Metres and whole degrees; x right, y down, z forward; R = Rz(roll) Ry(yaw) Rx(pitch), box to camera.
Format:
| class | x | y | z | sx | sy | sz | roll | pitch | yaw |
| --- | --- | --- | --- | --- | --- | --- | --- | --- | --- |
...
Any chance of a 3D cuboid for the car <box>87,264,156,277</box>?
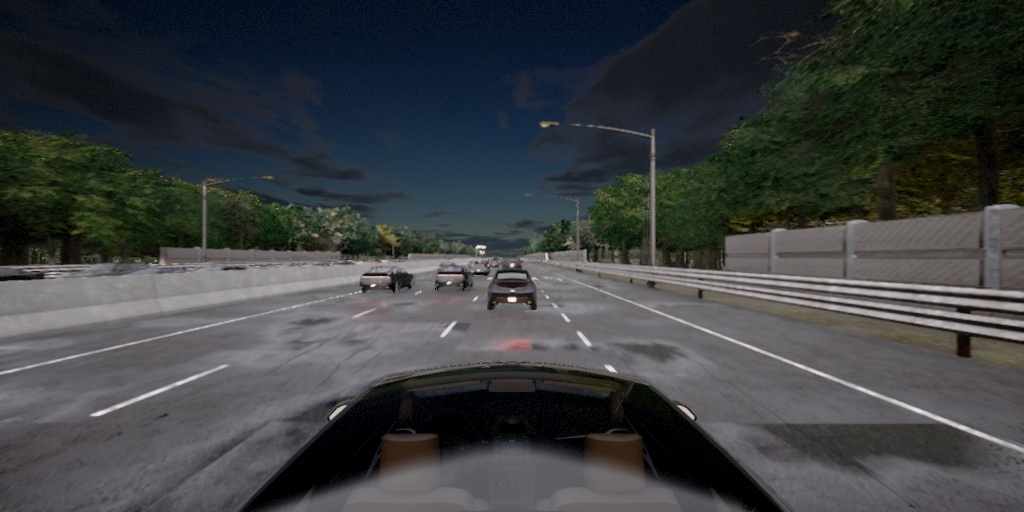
| class | x | y | z | sx | sy | sz | roll | pitch | yaw |
| --- | --- | --- | --- | --- | --- | --- | --- | --- | --- |
| car | -21.073 | 1.368 | 21.449 | 2.033 | 1.411 | 5.357 | 0 | 0 | 0 |

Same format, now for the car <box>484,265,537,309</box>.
| class | x | y | z | sx | sy | sz | roll | pitch | yaw |
| --- | --- | --- | --- | --- | --- | --- | --- | --- | --- |
| car | 0.010 | 1.294 | 15.078 | 1.837 | 1.490 | 4.892 | 0 | 0 | 0 |

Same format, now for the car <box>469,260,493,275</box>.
| class | x | y | z | sx | sy | sz | roll | pitch | yaw |
| --- | --- | --- | --- | --- | --- | --- | --- | --- | --- |
| car | -3.470 | 1.470 | 39.354 | 1.994 | 1.385 | 4.181 | 0 | 0 | 0 |

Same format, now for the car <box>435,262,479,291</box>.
| class | x | y | z | sx | sy | sz | roll | pitch | yaw |
| --- | --- | --- | --- | --- | --- | --- | --- | --- | --- |
| car | -3.484 | 1.310 | 22.280 | 2.128 | 1.511 | 4.902 | 0 | 0 | 0 |

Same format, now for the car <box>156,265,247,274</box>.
| class | x | y | z | sx | sy | sz | roll | pitch | yaw |
| --- | --- | --- | --- | --- | --- | --- | --- | --- | --- |
| car | -17.572 | 1.297 | 21.303 | 1.882 | 1.535 | 5.008 | 0 | 0 | 0 |

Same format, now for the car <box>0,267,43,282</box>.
| class | x | y | z | sx | sy | sz | roll | pitch | yaw |
| --- | --- | --- | --- | --- | --- | --- | --- | --- | --- |
| car | -28.078 | 1.289 | 18.744 | 1.882 | 1.535 | 5.008 | 0 | 0 | 0 |

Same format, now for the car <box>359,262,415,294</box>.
| class | x | y | z | sx | sy | sz | roll | pitch | yaw |
| --- | --- | --- | --- | --- | --- | --- | --- | --- | --- |
| car | -6.986 | 1.303 | 20.484 | 2.128 | 1.511 | 4.902 | 0 | 0 | 0 |

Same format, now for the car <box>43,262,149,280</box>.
| class | x | y | z | sx | sy | sz | roll | pitch | yaw |
| --- | --- | --- | --- | --- | --- | --- | --- | --- | --- |
| car | -24.567 | 1.176 | 21.983 | 2.097 | 1.767 | 4.553 | 0 | 0 | 0 |

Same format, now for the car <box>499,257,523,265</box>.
| class | x | y | z | sx | sy | sz | roll | pitch | yaw |
| --- | --- | --- | --- | --- | --- | --- | --- | --- | --- |
| car | 0.031 | 1.127 | 39.423 | 2.150 | 2.045 | 5.566 | 0 | 0 | 0 |
